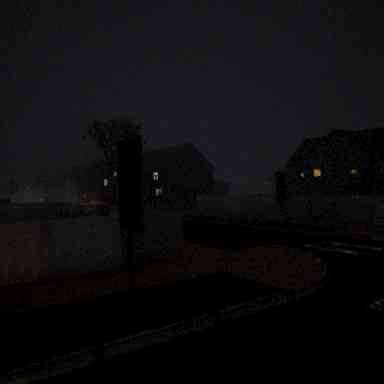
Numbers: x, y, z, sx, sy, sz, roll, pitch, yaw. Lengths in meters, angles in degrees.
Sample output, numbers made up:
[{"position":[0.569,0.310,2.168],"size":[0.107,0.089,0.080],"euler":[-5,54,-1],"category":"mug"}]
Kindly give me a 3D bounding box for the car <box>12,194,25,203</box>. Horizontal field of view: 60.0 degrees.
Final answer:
[{"position":[-42.743,1.859,82.664],"size":[1.882,1.535,5.008],"euler":[-3,1,-35],"category":"car"}]
